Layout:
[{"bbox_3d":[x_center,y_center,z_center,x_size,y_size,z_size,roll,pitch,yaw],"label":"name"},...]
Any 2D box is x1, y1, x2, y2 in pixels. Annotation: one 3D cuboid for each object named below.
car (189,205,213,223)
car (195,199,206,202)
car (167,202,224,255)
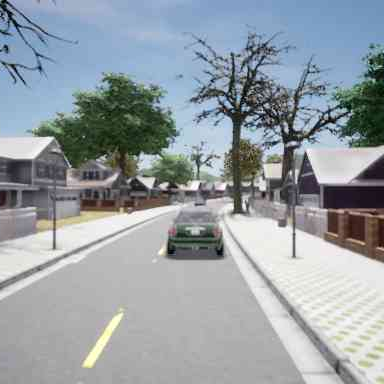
[{"bbox_3d":[0.892,1.867,28.984,1.895,1.301,4.718,0,0,4],"label":"car"},{"bbox_3d":[1.563,2.022,61.704,2.033,1.411,5.357,0,0,8],"label":"car"},{"bbox_3d":[0.177,1.484,14.018,2.097,1.767,4.553,0,-1,2],"label":"car"}]
